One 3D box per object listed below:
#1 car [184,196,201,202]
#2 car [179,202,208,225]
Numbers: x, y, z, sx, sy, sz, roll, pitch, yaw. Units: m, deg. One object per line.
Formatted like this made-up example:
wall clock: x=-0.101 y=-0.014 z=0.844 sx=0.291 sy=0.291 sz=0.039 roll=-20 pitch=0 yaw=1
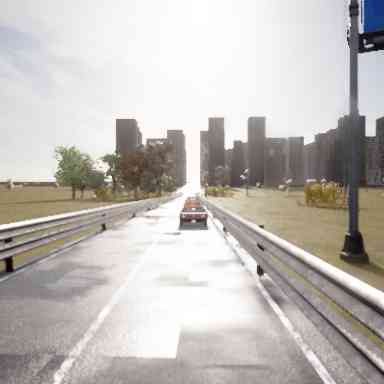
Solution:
car: x=0.095 y=1.337 z=41.992 sx=2.097 sy=1.767 sz=4.553 roll=0 pitch=0 yaw=0
car: x=0.099 y=1.592 z=23.693 sx=1.895 sy=1.301 sz=4.718 roll=0 pitch=0 yaw=0
